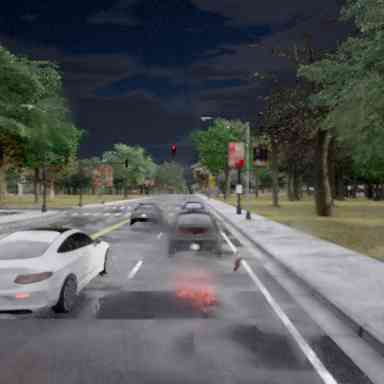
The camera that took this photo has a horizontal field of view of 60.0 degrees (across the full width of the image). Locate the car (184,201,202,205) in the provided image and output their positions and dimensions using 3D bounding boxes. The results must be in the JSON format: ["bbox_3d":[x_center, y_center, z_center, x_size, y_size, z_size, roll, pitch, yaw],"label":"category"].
[{"bbox_3d":[0.104,1.453,25.637,1.812,1.442,4.674,0,0,0],"label":"car"}]

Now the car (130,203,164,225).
[{"bbox_3d":[-3.146,1.496,23.684,1.994,1.385,4.181,0,0,0],"label":"car"}]

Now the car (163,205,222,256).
[{"bbox_3d":[0.099,1.467,12.864,1.837,1.490,4.892,0,0,0],"label":"car"}]

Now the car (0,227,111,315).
[{"bbox_3d":[-3.149,1.503,7.402,1.812,1.442,4.674,0,0,0],"label":"car"}]
